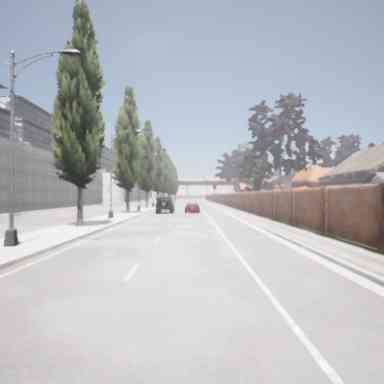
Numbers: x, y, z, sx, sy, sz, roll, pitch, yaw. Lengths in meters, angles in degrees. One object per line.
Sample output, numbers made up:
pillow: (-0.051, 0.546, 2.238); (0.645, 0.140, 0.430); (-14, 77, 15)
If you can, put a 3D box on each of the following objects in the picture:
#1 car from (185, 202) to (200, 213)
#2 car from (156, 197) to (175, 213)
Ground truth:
car: (0.054, 2.021, 44.218); (1.994, 1.385, 4.181); (0, -1, 0)
car: (-3.450, 1.673, 43.505); (2.150, 2.045, 5.566); (0, 0, 0)
